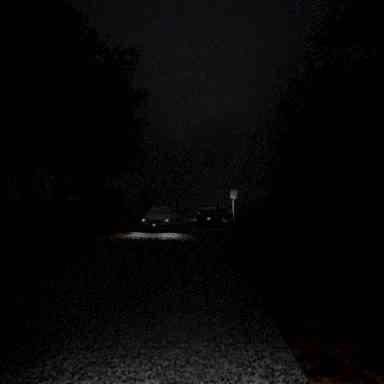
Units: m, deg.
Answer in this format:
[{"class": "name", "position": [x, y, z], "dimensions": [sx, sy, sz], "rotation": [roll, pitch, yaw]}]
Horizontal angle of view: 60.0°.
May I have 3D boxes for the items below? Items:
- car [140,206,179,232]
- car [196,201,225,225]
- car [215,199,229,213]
[{"class": "car", "position": [-1.949, 1.613, 21.090], "dimensions": [1.812, 1.442, 4.674], "rotation": [0, -1, 5]}, {"class": "car", "position": [1.373, 1.675, 25.094], "dimensions": [1.812, 1.442, 4.674], "rotation": [0, -1, 6]}, {"class": "car", "position": [3.712, 1.952, 42.796], "dimensions": [2.033, 1.411, 5.357], "rotation": [0, -1, 10]}]
